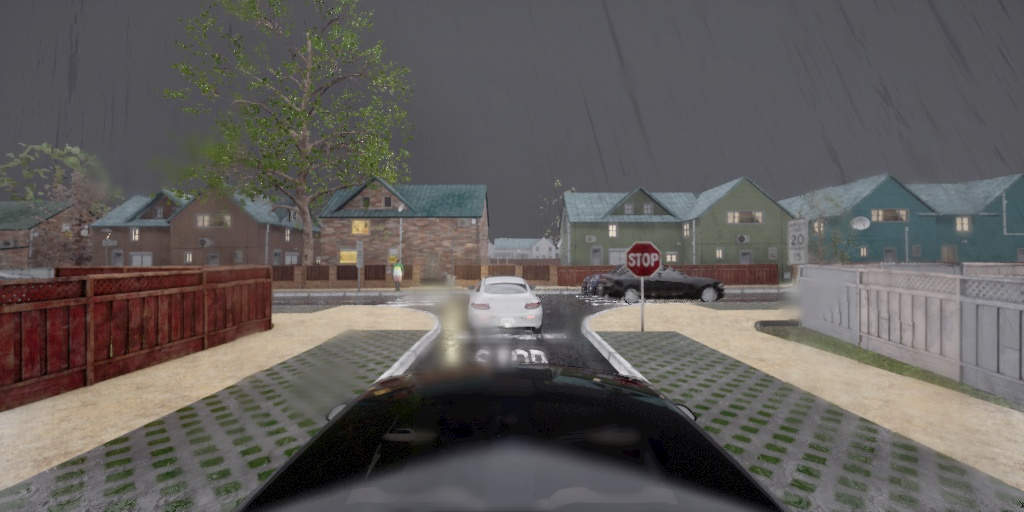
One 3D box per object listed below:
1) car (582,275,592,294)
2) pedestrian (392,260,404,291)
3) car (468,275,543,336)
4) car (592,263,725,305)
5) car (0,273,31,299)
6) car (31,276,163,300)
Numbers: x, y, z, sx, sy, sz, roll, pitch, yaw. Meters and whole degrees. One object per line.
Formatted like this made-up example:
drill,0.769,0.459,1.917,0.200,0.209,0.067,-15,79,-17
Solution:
car,5.854,1.132,18.052,4.553,1.767,2.097,-1,-1,1
pedestrian,-6.716,1.111,21.126,0.375,1.860,0.375,0,-1,1
car,-0.265,1.274,10.296,1.812,1.442,4.674,0,0,-4
car,6.193,1.180,15.089,5.008,1.535,1.882,-1,-1,1
car,-26.980,1.620,18.468,4.892,1.490,1.837,-1,-1,1
car,-16.900,1.434,15.389,4.892,1.490,1.837,-1,-1,1
